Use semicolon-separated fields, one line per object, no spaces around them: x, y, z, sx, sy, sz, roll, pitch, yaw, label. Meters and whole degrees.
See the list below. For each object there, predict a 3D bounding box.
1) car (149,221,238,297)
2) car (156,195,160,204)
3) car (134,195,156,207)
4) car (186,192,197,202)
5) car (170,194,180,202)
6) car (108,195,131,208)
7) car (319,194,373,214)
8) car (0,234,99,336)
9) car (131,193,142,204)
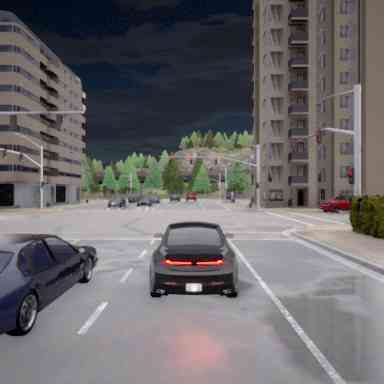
0.048;1.504;8.528;1.837;1.490;4.892;0;0;0;car
-7.165;1.344;62.452;2.097;1.767;4.553;0;0;0;car
-7.167;1.558;50.946;1.994;1.385;4.181;0;0;0;car
-0.134;1.055;73.052;2.150;2.045;5.566;0;0;0;car
-3.634;1.185;72.985;2.097;1.767;4.553;0;0;0;car
-10.671;1.486;47.589;2.128;1.511;4.902;0;0;0;car
16.238;1.217;34.672;5.566;2.045;2.150;0;0;1;car
-3.462;1.547;6.598;2.033;1.411;5.357;0;0;0;car
-10.652;1.215;63.005;2.150;2.045;5.566;0;0;0;car
